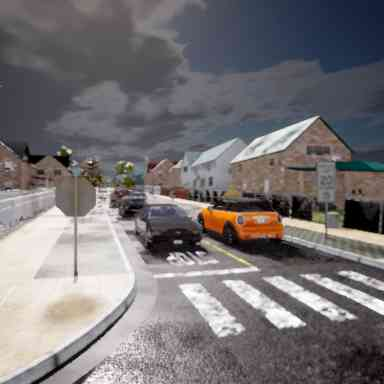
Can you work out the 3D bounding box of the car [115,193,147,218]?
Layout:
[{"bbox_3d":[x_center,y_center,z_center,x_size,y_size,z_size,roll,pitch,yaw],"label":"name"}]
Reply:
[{"bbox_3d":[-4.011,0.993,22.972,1.895,1.301,4.718,0,1,-16],"label":"car"}]

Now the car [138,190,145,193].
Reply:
[{"bbox_3d":[-6.994,0.428,43.281,2.033,1.411,5.357,0,1,-16],"label":"car"}]

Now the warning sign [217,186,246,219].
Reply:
[{"bbox_3d":[2.382,0.619,20.123,1.300,1.860,1.060,-3,0,-17],"label":"warning sign"}]

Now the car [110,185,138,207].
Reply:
[{"bbox_3d":[-6.897,0.487,32.761,2.097,1.767,4.553,0,2,-16],"label":"car"}]

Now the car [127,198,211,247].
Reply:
[{"bbox_3d":[-1.198,1.188,13.455,2.033,1.411,5.357,0,1,-17],"label":"car"}]

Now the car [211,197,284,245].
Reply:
[{"bbox_3d":[1.820,1.001,13.872,2.097,1.767,4.553,0,1,-18],"label":"car"}]

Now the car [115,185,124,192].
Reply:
[{"bbox_3d":[-18.962,-0.942,86.802,2.097,1.767,4.553,-3,1,-16],"label":"car"}]
